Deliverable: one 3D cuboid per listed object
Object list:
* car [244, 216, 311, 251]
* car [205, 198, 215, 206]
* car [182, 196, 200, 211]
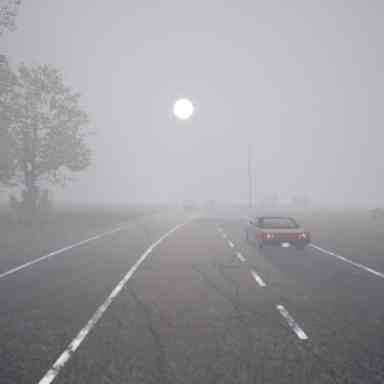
[{"bbox_3d":[3.494,1.688,14.619,1.895,1.301,4.718,0,0,0],"label":"car"},{"bbox_3d":[3.484,1.893,64.772,1.837,1.490,4.892,0,0,0],"label":"car"},{"bbox_3d":[-0.249,1.754,46.077,1.882,1.535,5.008,0,0,3],"label":"car"}]
